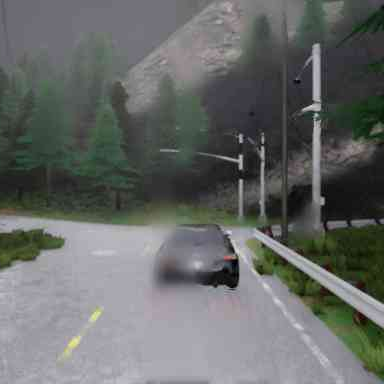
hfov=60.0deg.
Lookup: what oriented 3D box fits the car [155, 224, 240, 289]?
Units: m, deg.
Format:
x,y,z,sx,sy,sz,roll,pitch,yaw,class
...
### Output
x,y,z,sx,sy,sz,roll,pitch,yaw,class
0.199,1.557,9.226,1.994,1.385,4.181,0,0,3,car
